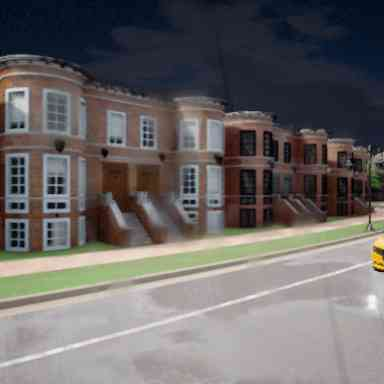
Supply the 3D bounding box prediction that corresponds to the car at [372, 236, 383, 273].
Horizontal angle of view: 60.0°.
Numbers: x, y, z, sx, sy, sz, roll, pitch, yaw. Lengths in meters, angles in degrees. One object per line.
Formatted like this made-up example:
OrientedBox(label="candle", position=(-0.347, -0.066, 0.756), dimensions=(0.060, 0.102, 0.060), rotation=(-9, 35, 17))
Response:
OrientedBox(label="car", position=(7.106, 1.501, 9.869), dimensions=(5.008, 1.535, 1.882), rotation=(0, 0, -41))
